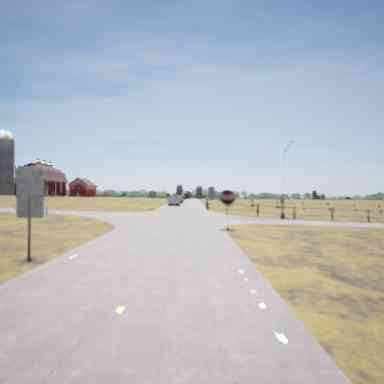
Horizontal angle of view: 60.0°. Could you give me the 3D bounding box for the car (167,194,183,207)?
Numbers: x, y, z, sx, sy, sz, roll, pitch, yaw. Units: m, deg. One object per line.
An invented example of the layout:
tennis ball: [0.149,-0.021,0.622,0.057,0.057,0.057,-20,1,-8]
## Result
car: [-2.720,1.507,50.559,1.837,1.490,4.892,0,2,0]

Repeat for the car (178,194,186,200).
car: [-2.696,1.409,92.003,1.882,1.535,5.008,0,0,0]

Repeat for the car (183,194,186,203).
car: [-2.711,1.282,65.632,2.097,1.767,4.553,0,0,0]
